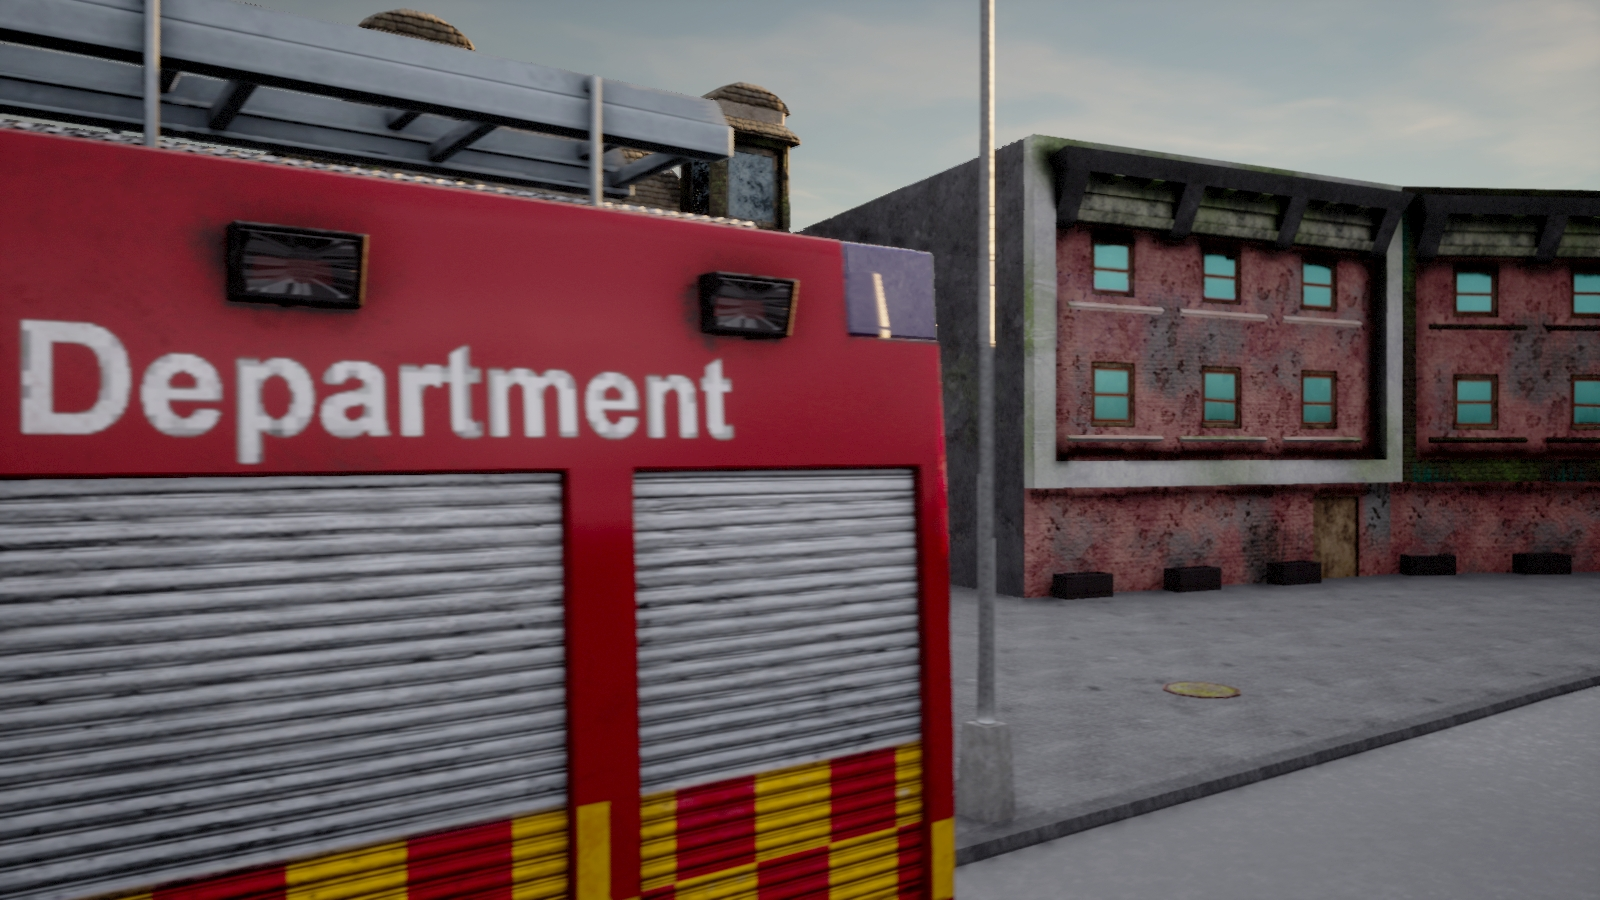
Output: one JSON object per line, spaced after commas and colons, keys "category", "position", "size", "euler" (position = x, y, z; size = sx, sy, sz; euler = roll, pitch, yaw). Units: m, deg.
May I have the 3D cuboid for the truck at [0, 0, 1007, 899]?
{"category": "truck", "position": [-3.717, 0.670, 1.855], "size": [8.468, 3.827, 2.891], "euler": [0, 0, -36]}
